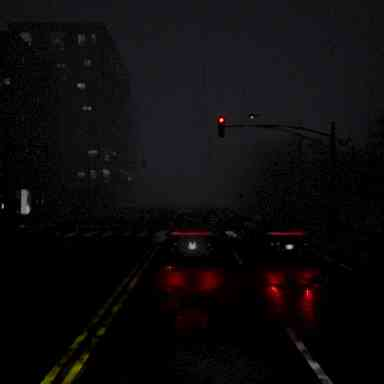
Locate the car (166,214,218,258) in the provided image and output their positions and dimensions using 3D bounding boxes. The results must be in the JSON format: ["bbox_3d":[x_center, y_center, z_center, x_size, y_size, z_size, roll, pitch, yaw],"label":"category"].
[{"bbox_3d":[-0.004,1.636,13.491,2.128,1.511,4.902,0,0,0],"label":"car"}]

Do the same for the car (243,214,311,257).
[{"bbox_3d":[3.265,1.636,13.499,2.128,1.511,4.902,0,0,0],"label":"car"}]
